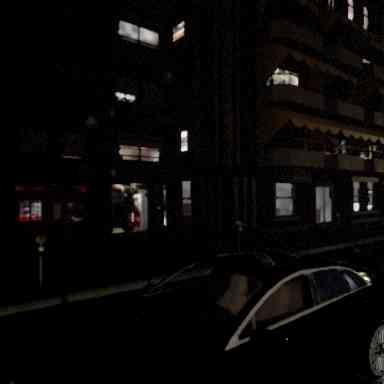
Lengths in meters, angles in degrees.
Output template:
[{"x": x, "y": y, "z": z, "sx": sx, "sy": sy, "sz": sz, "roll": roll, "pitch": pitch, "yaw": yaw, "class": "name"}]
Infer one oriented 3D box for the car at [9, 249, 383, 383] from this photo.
[{"x": 0.625, "y": 1.512, "z": 3.870, "sx": 4.902, "sy": 1.511, "sz": 2.128, "roll": 0, "pitch": 0, "yaw": -37, "class": "car"}]
